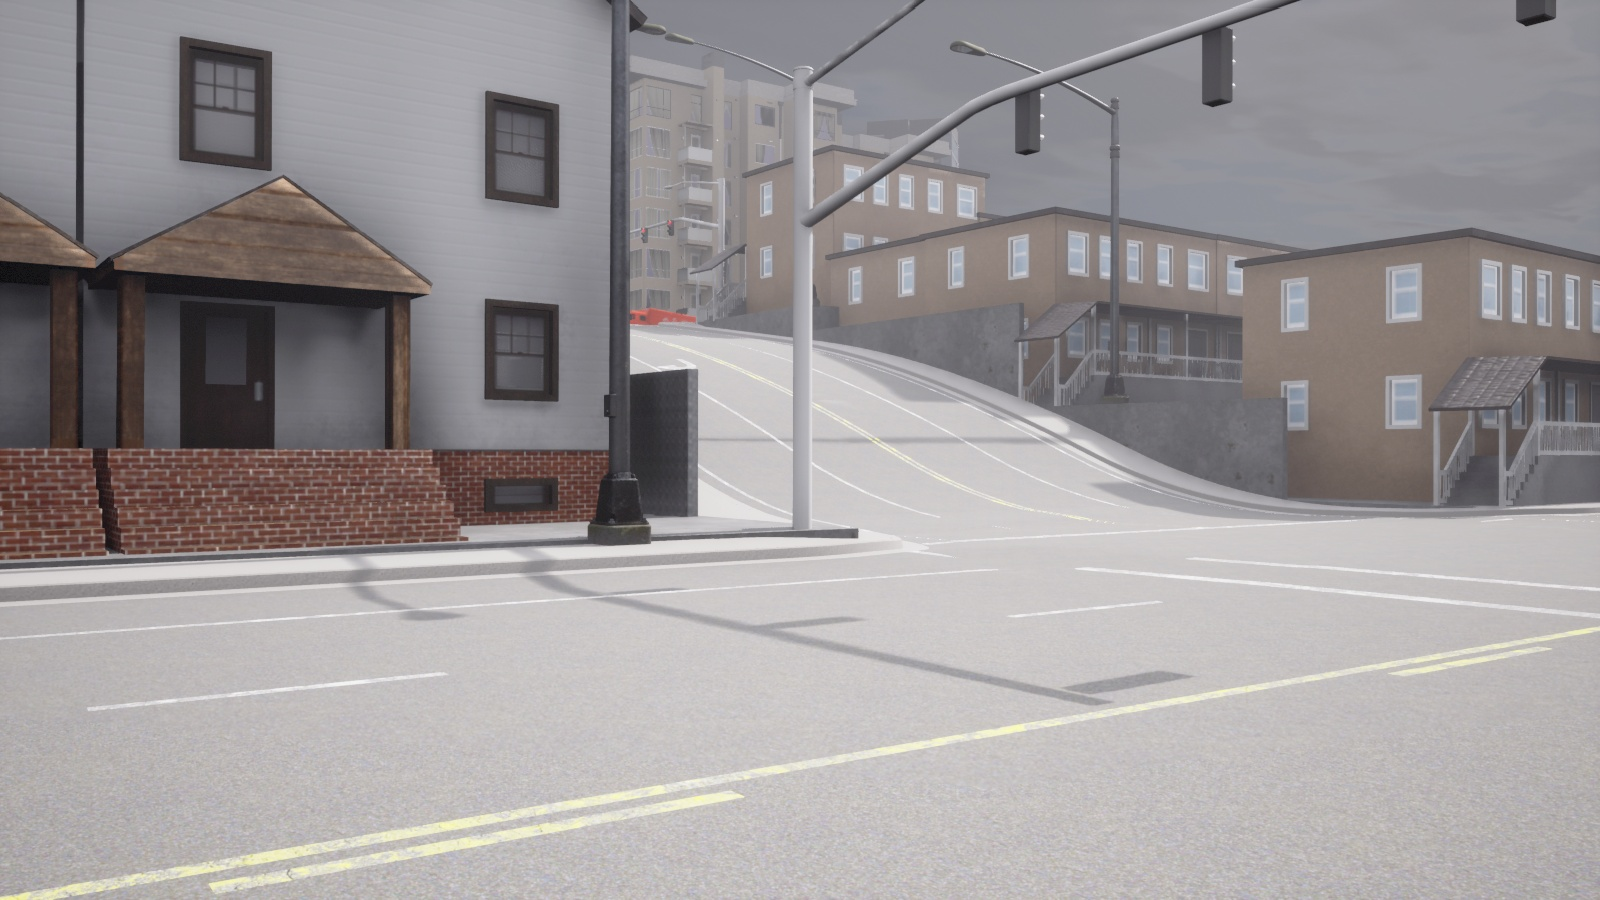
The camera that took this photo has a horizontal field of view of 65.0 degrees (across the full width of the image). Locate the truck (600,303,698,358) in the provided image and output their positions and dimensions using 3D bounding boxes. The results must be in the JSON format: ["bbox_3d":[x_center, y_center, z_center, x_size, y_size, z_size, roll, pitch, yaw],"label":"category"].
[{"bbox_3d":[-9.334,-7.341,77.575,5.204,2.467,2.627,7,-4,-35],"label":"truck"}]
